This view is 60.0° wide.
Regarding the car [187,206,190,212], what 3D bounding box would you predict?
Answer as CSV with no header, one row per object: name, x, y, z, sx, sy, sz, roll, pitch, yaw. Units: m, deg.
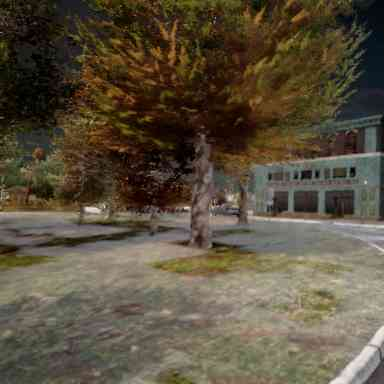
car,-3.442,3.809,77.069,4.553,1.767,2.185,2,-3,1

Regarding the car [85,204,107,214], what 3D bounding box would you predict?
car,-13.591,2.465,47.544,4.674,1.442,1.812,0,-3,3

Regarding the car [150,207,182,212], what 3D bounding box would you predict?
car,-5.598,3.333,71.544,5.566,2.045,2.435,2,-3,1

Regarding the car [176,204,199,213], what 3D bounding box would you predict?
car,-1.170,4.013,82.589,5.566,2.045,2.435,2,-3,2

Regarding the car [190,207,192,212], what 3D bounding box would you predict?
car,-2.505,4.095,79.814,5.366,1.575,1.946,2,-2,2

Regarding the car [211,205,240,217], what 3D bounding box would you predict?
car,4.284,2.348,41.888,1.994,1.385,4.181,4,-3,-31

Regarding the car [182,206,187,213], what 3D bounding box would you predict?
car,-4.463,3.511,74.318,5.566,2.045,2.435,2,-3,1
